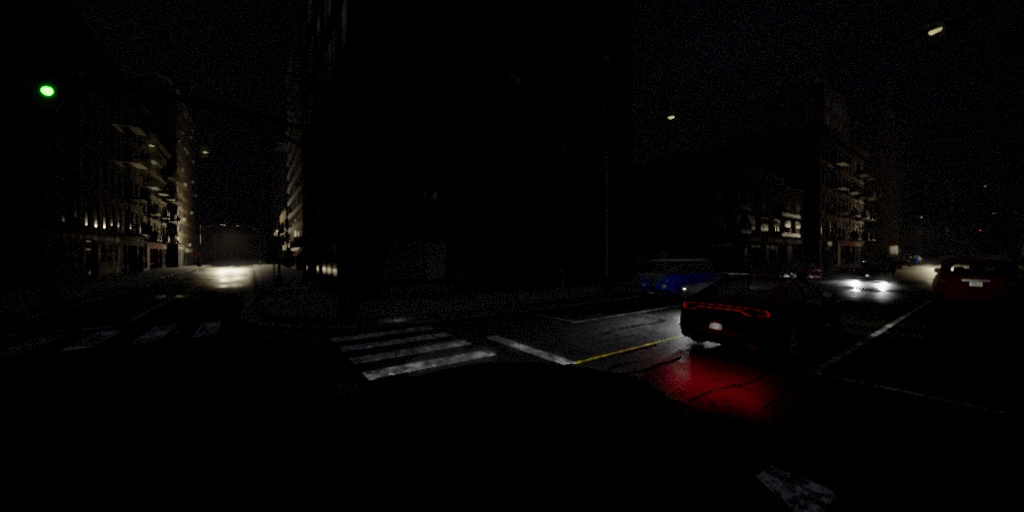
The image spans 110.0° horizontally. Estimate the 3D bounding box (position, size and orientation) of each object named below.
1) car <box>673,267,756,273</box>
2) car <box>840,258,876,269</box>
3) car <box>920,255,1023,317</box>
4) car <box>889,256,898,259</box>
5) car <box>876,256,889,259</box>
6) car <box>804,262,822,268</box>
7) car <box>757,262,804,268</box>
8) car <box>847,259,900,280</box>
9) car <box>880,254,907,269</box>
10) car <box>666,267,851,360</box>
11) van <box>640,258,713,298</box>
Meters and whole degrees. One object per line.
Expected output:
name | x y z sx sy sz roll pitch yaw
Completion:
car | 8.411 1.268 13.669 4.718 1.301 1.895 0 0 -36
car | 33.629 0.999 35.055 4.829 1.417 1.751 0 0 -36
car | 16.613 0.971 12.748 5.009 1.841 2.192 0 0 -36
car | 42.529 0.980 41.488 4.313 1.339 1.948 0 0 -36
car | 38.148 0.994 38.321 4.403 1.370 2.007 0 0 -36
car | 20.622 1.109 25.654 4.507 1.381 1.888 0 0 -36
car | 16.240 1.159 22.487 4.313 1.339 1.948 0 0 -36
car | 28.238 1.134 27.948 4.718 1.301 1.895 0 0 -35
car | 46.911 0.699 44.655 5.009 1.841 2.192 0 0 -36
car | 5.927 1.184 8.355 5.008 1.535 1.882 0 0 -36
van | 7.477 0.993 16.153 3.998 1.789 1.690 0 0 -36
